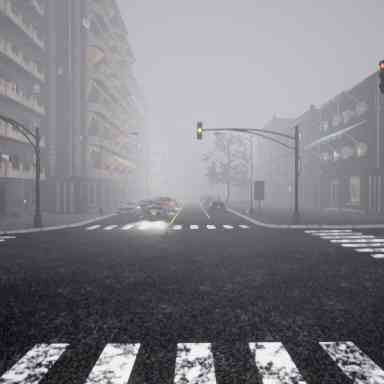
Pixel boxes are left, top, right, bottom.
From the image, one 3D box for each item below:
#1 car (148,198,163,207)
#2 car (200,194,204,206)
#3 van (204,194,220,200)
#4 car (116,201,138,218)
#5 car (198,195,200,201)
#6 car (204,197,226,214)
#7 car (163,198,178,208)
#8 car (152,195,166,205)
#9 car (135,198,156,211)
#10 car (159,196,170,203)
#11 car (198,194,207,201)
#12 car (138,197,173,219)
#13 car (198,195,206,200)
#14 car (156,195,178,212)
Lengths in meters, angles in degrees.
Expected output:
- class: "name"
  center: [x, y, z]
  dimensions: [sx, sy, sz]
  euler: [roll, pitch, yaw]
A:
- class: "car"
  center: [-5.701, 1.562, 52.339]
  dimensions: [1.802, 1.307, 4.206]
  euler: [0, 0, 0]
- class: "car"
  center: [2.678, 1.420, 52.333]
  dimensions: [1.967, 1.590, 4.097]
  euler: [0, 0, 0]
- class: "van"
  center: [2.679, 1.327, 41.265]
  dimensions: [1.690, 1.788, 3.998]
  euler: [0, 0, 0]
- class: "car"
  center: [-5.698, 1.542, 30.205]
  dimensions: [2.008, 1.369, 4.403]
  euler: [0, 0, 0]
- class: "car"
  center: [2.673, 1.280, 74.467]
  dimensions: [2.192, 1.841, 5.009]
  euler: [0, 0, 0]
- class: "car"
  center: [2.682, 1.555, 35.732]
  dimensions: [1.947, 1.339, 4.313]
  euler: [0, 0, 0]
- class: "car"
  center: [-3.082, 1.546, 48.689]
  dimensions: [1.994, 1.385, 4.181]
  euler: [0, 0, 0]
- class: "car"
  center: [-5.703, 1.417, 57.872]
  dimensions: [1.967, 1.590, 4.097]
  euler: [0, 0, 0]
- class: "car"
  center: [-5.699, 1.531, 41.271]
  dimensions: [1.887, 1.381, 4.507]
  euler: [0, 0, 0]
- class: "car"
  center: [-5.704, 1.551, 68.939]
  dimensions: [1.802, 1.307, 4.206]
  euler: [0, 0, 0]
- class: "car"
  center: [2.672, 1.396, 85.533]
  dimensions: [1.967, 1.590, 4.097]
  euler: [0, 0, 0]
- class: "car"
  center: [-3.096, 1.483, 29.473]
  dimensions: [2.128, 1.511, 4.902]
  euler: [0, 0, 0]
- class: "car"
  center: [2.673, 1.496, 91.067]
  dimensions: [1.887, 1.381, 4.507]
  euler: [0, 0, 0]
- class: "car"
  center: [-3.090, 1.340, 38.661]
  dimensions: [2.097, 1.767, 4.553]
  euler: [0, 0, 0]
